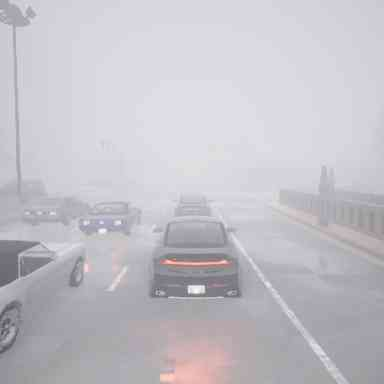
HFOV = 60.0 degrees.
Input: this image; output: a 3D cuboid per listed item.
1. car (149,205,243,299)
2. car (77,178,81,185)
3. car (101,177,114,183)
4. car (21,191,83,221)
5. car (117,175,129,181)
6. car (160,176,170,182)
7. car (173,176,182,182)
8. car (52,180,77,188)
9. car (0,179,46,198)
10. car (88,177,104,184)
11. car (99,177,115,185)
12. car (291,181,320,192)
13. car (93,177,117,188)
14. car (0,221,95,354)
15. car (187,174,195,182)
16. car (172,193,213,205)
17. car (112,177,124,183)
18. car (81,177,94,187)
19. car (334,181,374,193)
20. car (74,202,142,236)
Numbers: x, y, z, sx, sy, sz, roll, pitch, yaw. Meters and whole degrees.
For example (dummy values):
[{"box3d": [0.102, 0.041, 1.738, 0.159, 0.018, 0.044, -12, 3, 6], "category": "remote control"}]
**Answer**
[{"box3d": [0.071, 1.338, 8.132, 1.837, 1.490, 4.892, 0, 2, 0], "category": "car"}, {"box3d": [-21.303, -1.946, 63.967, 1.812, 1.442, 4.674, 0, 3, 0], "category": "car"}, {"box3d": [-21.378, -3.186, 84.673, 2.033, 1.411, 5.357, 0, 3, 0], "category": "car"}, {"box3d": [-6.967, 0.868, 17.674, 2.033, 1.411, 5.357, 0, 3, 0], "category": "car"}, {"box3d": [-14.300, -2.485, 67.891, 2.150, 2.045, 5.566, 0, 3, 0], "category": "car"}, {"box3d": [-7.395, -3.428, 88.377, 1.812, 1.442, 4.674, 0, 3, 0], "category": "car"}, {"box3d": [-3.895, -3.430, 88.393, 1.812, 1.442, 4.674, 0, 3, 0], "category": "car"}, {"box3d": [-21.322, -1.331, 55.043, 1.895, 1.301, 4.718, 0, 3, 0], "category": "car"}, {"box3d": [-14.216, -0.067, 27.885, 2.150, 2.045, 5.566, 0, 3, 0], "category": "car"}, {"box3d": [-21.330, -2.571, 74.295, 2.128, 1.511, 4.902, 0, 3, 0], "category": "car"}, {"box3d": [-17.811, -2.327, 70.258, 2.128, 1.511, 4.902, 0, 3, 0], "category": "car"}, {"box3d": [15.024, -0.643, 42.380, 4.674, 1.442, 1.812, 0, 3, 2], "category": "car"}, {"box3d": [-14.290, -1.463, 55.184, 1.882, 1.535, 5.008, 0, 3, -1], "category": "car"}, {"box3d": [-3.421, 1.506, 5.915, 1.895, 1.301, 4.718, 0, 2, 0], "category": "car"}, {"box3d": [-0.401, -3.503, 89.674, 2.128, 1.511, 4.902, 0, 3, 0], "category": "car"}, {"box3d": [0.036, 0.838, 17.511, 1.837, 1.490, 4.892, 0, 3, -1], "category": "car"}, {"box3d": [-17.858, -2.906, 80.281, 1.994, 1.385, 4.181, 0, 3, 0], "category": "car"}, {"box3d": [-17.825, -1.769, 60.477, 2.128, 1.511, 4.902, 0, 3, 0], "category": "car"}, {"box3d": [18.467, -0.473, 38.770, 5.008, 1.535, 1.882, 0, 3, 2], "category": "car"}, {"box3d": [-3.456, 1.079, 15.041, 1.895, 1.301, 4.718, 0, 3, 0], "category": "car"}]
